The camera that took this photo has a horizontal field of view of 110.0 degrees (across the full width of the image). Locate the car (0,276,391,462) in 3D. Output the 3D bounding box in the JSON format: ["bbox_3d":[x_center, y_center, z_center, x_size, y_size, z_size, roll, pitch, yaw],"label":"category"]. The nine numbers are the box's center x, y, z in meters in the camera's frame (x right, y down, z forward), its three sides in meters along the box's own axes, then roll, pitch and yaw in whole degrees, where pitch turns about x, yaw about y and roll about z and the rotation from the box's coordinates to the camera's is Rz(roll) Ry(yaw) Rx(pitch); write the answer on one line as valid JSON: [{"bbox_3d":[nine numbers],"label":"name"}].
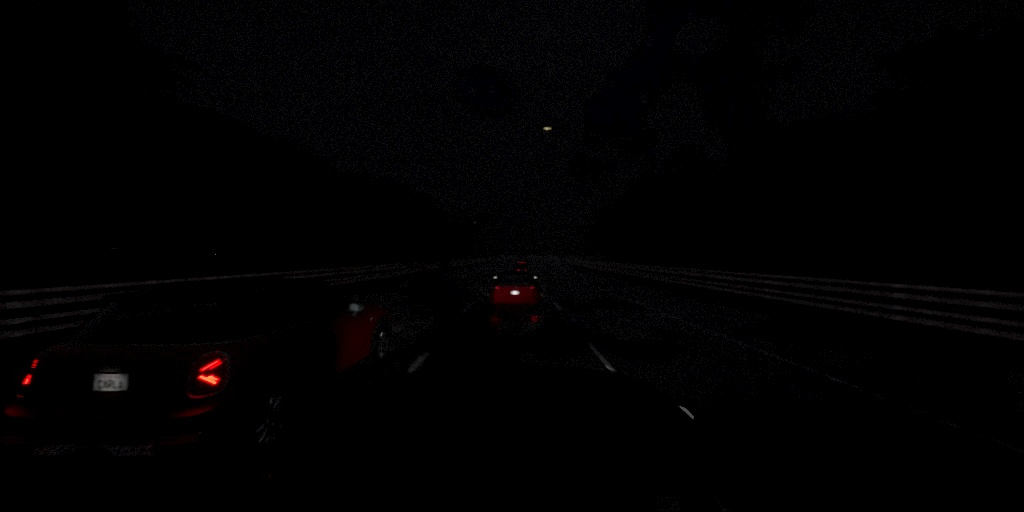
[{"bbox_3d":[-3.409,1.097,5.181,2.097,1.767,4.553,0,0,0],"label":"car"}]

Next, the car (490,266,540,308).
[{"bbox_3d":[0.140,1.317,15.184,1.994,1.385,4.181,0,0,1],"label":"car"}]

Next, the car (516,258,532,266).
[{"bbox_3d":[1.668,1.205,57.687,2.128,1.511,4.902,0,0,3],"label":"car"}]
